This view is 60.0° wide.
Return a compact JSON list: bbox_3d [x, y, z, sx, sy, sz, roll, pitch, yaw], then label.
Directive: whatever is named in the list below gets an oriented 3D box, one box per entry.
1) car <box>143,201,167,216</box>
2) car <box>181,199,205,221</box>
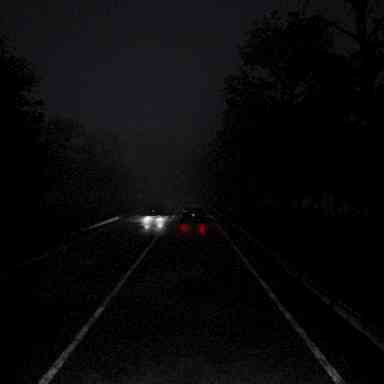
[{"bbox_3d":[-3.589,1.576,33.035,1.994,1.385,4.181,0,0,0],"label":"car"},{"bbox_3d":[0.099,1.539,27.339,1.812,1.442,4.674,0,0,0],"label":"car"}]
